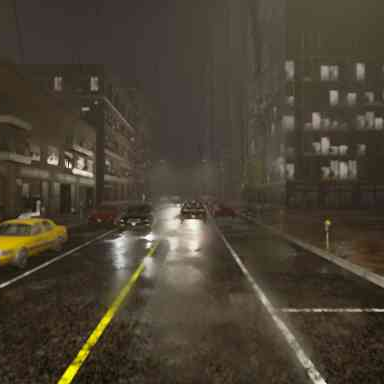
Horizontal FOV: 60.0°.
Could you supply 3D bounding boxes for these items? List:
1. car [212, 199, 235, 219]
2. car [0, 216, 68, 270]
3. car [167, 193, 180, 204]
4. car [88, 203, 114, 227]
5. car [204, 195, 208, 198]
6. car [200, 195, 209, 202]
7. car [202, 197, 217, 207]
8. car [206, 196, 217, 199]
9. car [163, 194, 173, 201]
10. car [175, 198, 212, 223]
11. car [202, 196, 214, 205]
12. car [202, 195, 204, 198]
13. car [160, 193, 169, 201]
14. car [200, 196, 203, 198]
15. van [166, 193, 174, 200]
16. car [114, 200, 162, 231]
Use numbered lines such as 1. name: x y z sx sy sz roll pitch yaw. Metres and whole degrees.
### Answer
1. car: 2.671 1.512 28.191 1.802 1.307 4.206 1 0 0
2. car: -5.675 1.497 11.053 1.752 1.417 4.829 1 0 0
3. car: -3.023 1.405 61.675 2.033 1.411 5.357 0 0 1
4. car: -5.675 1.489 22.618 1.887 1.381 4.507 1 0 0
5. car: 2.672 1.429 39.758 1.752 1.417 4.829 1 0 0
6. car: 2.671 1.382 73.775 1.887 1.381 4.507 1 0 0
7. car: 2.671 1.429 50.983 2.008 1.369 4.403 1 0 0
8. car: 2.672 1.462 33.889 1.887 1.381 4.507 1 0 0
9. car: -5.674 1.269 79.592 1.967 1.590 4.097 1 0 0
10. car: 0.100 1.429 24.587 2.128 1.511 4.902 0 0 0
11. car: 2.671 1.412 56.681 1.887 1.381 4.507 1 0 0
12. car: 2.671 1.435 45.286 1.887 1.381 4.507 1 0 0
13. car: -5.676 1.372 68.028 1.752 1.417 4.829 1 0 0
14. car: 0.099 1.499 42.120 1.895 1.301 4.718 0 0 0
15. van: -5.672 1.162 85.291 1.690 1.788 3.998 1 0 0
16. car: -3.100 1.454 20.112 1.837 1.490 4.892 0 0 0
